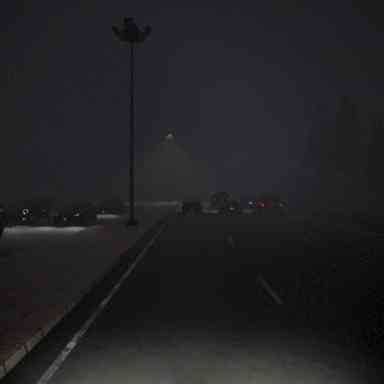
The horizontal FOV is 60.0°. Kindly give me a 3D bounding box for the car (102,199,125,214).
[{"bbox_3d":[-8.025,1.363,32.911,2.033,1.411,5.357,0,0,1],"label":"car"}]

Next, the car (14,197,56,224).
[{"bbox_3d":[-11.498,1.241,23.257,2.097,1.767,4.553,0,0,0],"label":"car"}]

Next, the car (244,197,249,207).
[{"bbox_3d":[7.008,1.314,41.749,2.033,1.411,5.357,0,0,0],"label":"car"}]

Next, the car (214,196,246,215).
[{"bbox_3d":[3.502,1.389,31.254,1.994,1.385,4.181,0,0,0],"label":"car"}]

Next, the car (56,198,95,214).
[{"bbox_3d":[-11.519,1.361,33.467,2.033,1.411,5.357,0,0,0],"label":"car"}]

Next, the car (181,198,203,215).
[{"bbox_3d":[0.003,1.319,30.892,2.128,1.511,4.902,0,0,0],"label":"car"}]

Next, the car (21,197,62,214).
[{"bbox_3d":[-15.018,1.320,33.493,1.837,1.490,4.892,0,0,0],"label":"car"}]

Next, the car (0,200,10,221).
[{"bbox_3d":[-14.998,1.363,23.228,1.882,1.535,5.008,0,0,0],"label":"car"}]

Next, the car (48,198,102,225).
[{"bbox_3d":[-7.998,1.411,23.227,1.812,1.442,4.674,0,0,0],"label":"car"}]

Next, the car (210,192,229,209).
[{"bbox_3d":[3.507,0.990,41.720,2.150,2.045,5.566,0,1,0],"label":"car"}]

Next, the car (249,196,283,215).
[{"bbox_3d":[7.002,1.177,31.222,2.097,1.767,4.553,0,0,0],"label":"car"}]

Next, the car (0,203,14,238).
[{"bbox_3d":[-8.084,1.163,10.067,2.150,2.045,5.566,0,1,1],"label":"car"}]

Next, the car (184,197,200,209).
[{"bbox_3d":[0.017,1.363,42.459,1.895,1.301,4.718,0,0,0],"label":"car"}]
